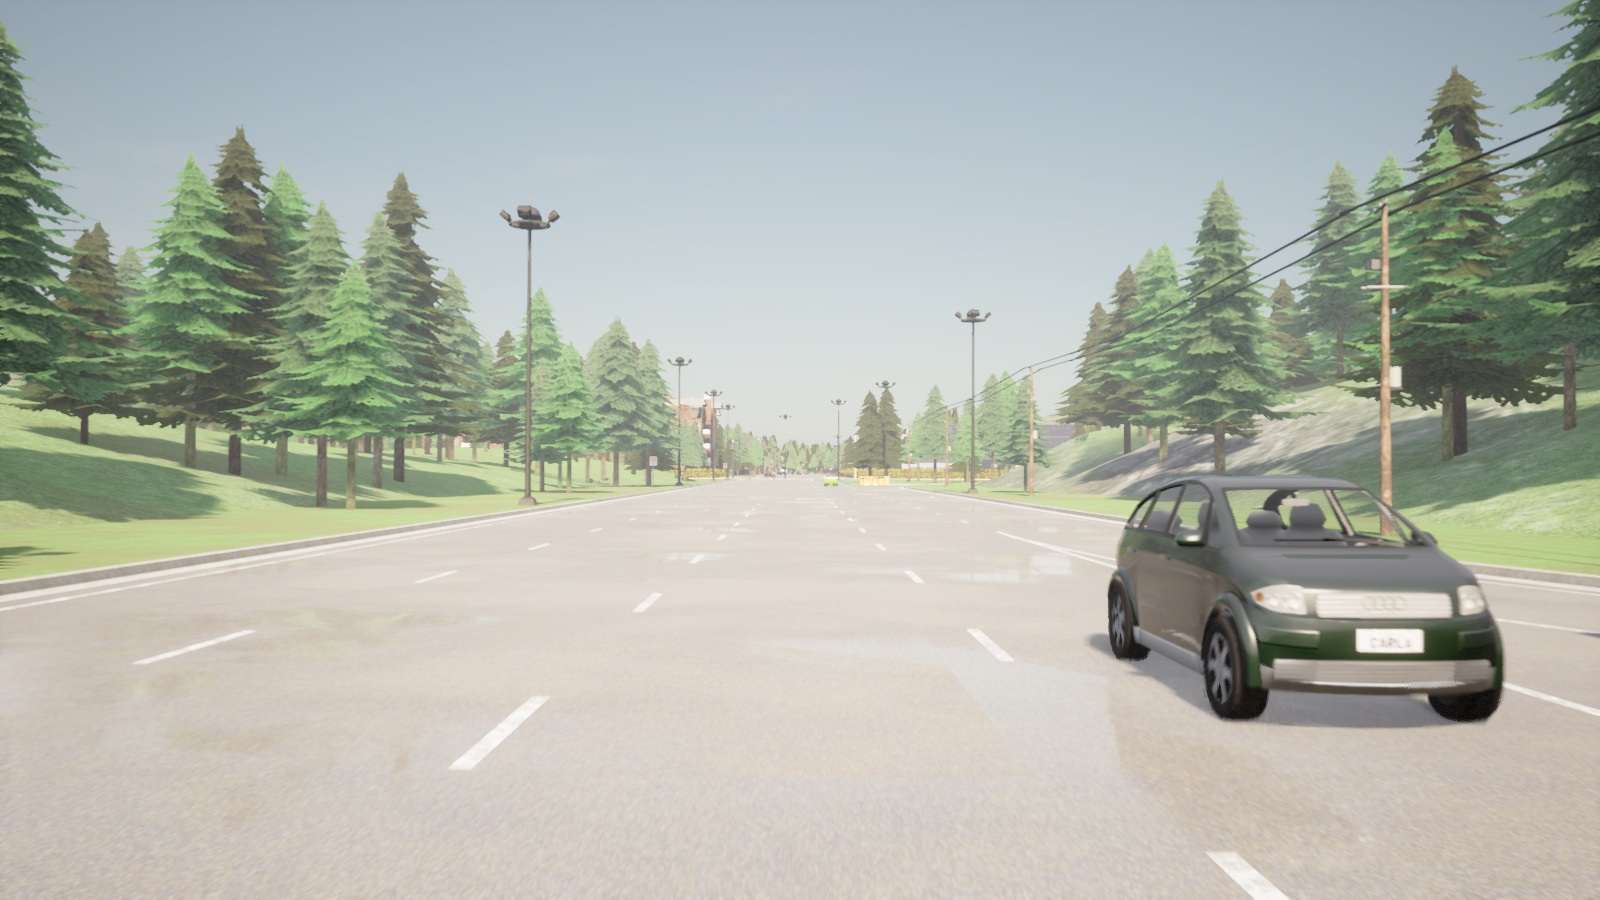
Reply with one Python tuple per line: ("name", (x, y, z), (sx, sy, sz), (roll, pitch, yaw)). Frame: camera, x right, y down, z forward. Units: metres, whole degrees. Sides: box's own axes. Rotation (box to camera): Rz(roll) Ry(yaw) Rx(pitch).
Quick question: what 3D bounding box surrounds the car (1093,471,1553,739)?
("car", (3.478, 0.933, 9.164), (1.789, 1.549, 3.705), (0, -1, 0))
